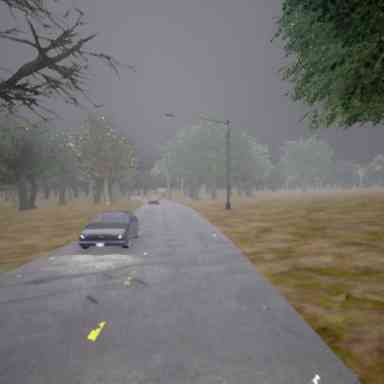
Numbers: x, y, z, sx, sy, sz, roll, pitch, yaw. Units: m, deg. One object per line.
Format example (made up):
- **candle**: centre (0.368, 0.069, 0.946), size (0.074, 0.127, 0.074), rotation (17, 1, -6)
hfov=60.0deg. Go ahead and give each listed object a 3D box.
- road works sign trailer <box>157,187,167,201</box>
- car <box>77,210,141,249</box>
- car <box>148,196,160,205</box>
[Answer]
- **road works sign trailer**: centre (-7.945, 0.594, 87.471), size (2.380, 3.560, 2.880), rotation (0, 0, -11)
- **car**: centre (-3.378, 1.511, 14.586), size (2.033, 1.411, 5.357), rotation (0, 0, -2)
- **car**: centre (-6.465, 1.445, 56.500), size (1.882, 1.535, 5.008), rotation (0, 0, -6)
